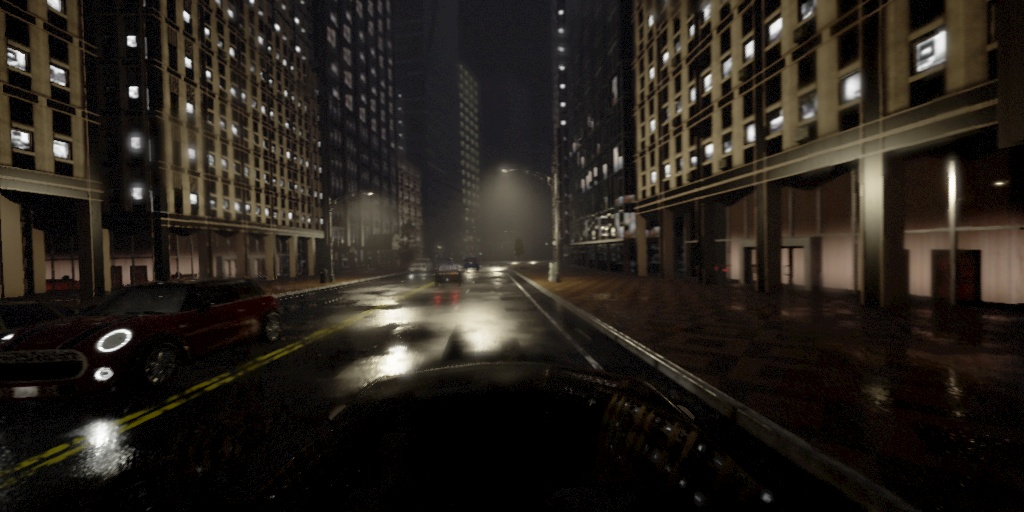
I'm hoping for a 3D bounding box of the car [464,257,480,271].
[{"bbox_3d":[-5.964,1.162,53.590,2.150,2.045,5.566,-1,0,-2],"label":"car"}]

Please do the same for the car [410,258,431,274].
[{"bbox_3d":[-12.374,1.368,49.338,2.150,2.045,5.566,-1,0,-3],"label":"car"}]

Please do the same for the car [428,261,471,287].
[{"bbox_3d":[-4.424,1.369,26.100,2.128,1.511,4.902,-1,0,-3],"label":"car"}]

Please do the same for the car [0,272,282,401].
[{"bbox_3d":[-6.790,1.272,7.145,2.097,1.767,4.553,-1,0,-3],"label":"car"}]

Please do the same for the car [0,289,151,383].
[{"bbox_3d":[-9.995,1.545,6.321,2.033,1.411,5.357,-1,0,-3],"label":"car"}]

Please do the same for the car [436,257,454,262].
[{"bbox_3d":[-9.131,1.230,49.525,2.150,2.045,5.566,-1,0,-3],"label":"car"}]
